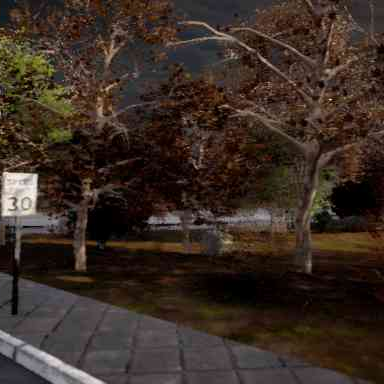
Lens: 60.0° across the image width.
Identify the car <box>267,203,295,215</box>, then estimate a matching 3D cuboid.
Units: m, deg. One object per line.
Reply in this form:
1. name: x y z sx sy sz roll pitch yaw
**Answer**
1. car: 10.457 1.992 39.286 5.008 1.535 1.882 2 3 -43
